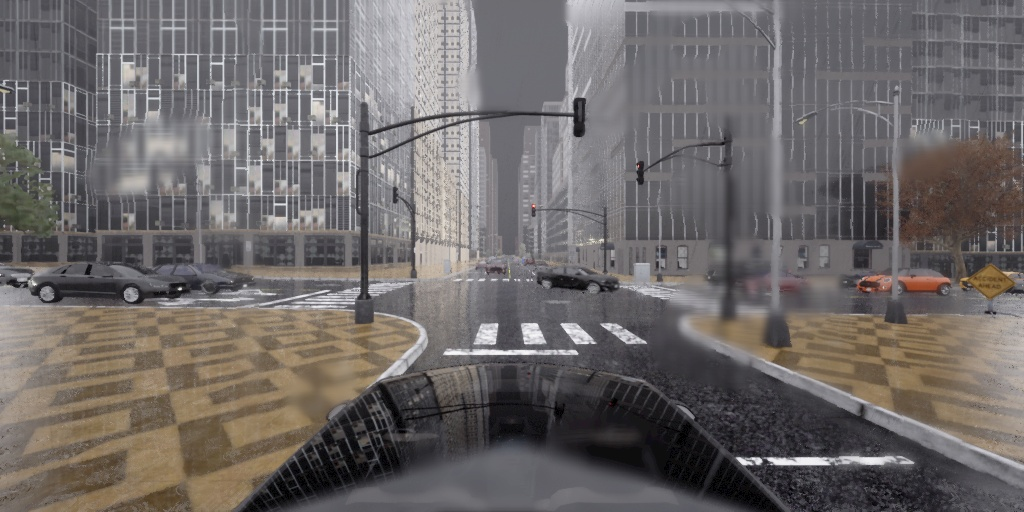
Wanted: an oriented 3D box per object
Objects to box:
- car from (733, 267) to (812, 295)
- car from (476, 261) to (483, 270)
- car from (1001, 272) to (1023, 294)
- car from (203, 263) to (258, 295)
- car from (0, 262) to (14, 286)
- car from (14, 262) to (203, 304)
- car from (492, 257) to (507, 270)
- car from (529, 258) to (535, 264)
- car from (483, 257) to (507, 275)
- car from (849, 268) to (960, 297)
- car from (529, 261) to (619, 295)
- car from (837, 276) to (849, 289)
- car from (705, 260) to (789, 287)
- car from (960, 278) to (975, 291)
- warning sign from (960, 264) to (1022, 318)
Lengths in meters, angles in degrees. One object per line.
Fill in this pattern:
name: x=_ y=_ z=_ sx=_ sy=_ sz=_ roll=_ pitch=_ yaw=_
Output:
car: x=16.087 y=1.631 z=22.304 sx=4.181 sy=1.385 sz=1.994 roll=1 pitch=0 yaw=-3
car: x=-4.322 y=1.342 z=52.068 sx=1.802 sy=1.307 sz=4.207 roll=0 pitch=0 yaw=-1
car: x=33.779 y=1.948 z=23.221 sx=4.181 sy=1.385 sz=1.994 roll=1 pitch=0 yaw=-2
car: x=-15.440 y=1.040 z=17.233 sx=5.357 sy=1.411 sz=2.033 roll=1 pitch=0 yaw=0
car: x=-25.374 y=0.802 z=16.683 sx=4.902 sy=1.511 sz=2.128 roll=1 pitch=0 yaw=-3
car: x=-15.427 y=0.998 z=13.945 sx=4.892 sy=1.490 sz=1.837 roll=1 pitch=0 yaw=-3
car: x=-1.866 y=1.111 z=53.705 sx=2.097 sy=1.767 sz=4.553 roll=0 pitch=0 yaw=0
car: x=3.663 y=1.329 z=46.623 sx=1.948 sy=1.339 sz=4.313 roll=0 pitch=0 yaw=-1
car: x=-1.737 y=1.117 z=40.256 sx=2.097 sy=1.767 sz=4.553 roll=0 pitch=0 yaw=-1
car: x=24.781 y=1.574 z=22.757 sx=4.553 sy=1.767 sz=2.097 roll=1 pitch=0 yaw=-3
car: x=3.720 y=1.295 z=20.903 sx=5.008 sy=1.535 sz=1.882 roll=2 pitch=2 yaw=41
car: x=26.289 y=1.813 z=26.095 sx=4.181 sy=1.385 sz=1.994 roll=1 pitch=0 yaw=-3
car: x=16.900 y=1.303 z=25.601 sx=5.566 sy=2.045 sz=2.150 roll=1 pitch=0 yaw=-3
car: x=36.318 y=1.906 z=26.608 sx=5.008 sy=1.535 sz=1.882 roll=1 pitch=0 yaw=-3
warning sign: x=17.213 y=1.204 z=12.901 sx=1.060 sy=1.860 sz=1.300 roll=0 pitch=0 yaw=-3
